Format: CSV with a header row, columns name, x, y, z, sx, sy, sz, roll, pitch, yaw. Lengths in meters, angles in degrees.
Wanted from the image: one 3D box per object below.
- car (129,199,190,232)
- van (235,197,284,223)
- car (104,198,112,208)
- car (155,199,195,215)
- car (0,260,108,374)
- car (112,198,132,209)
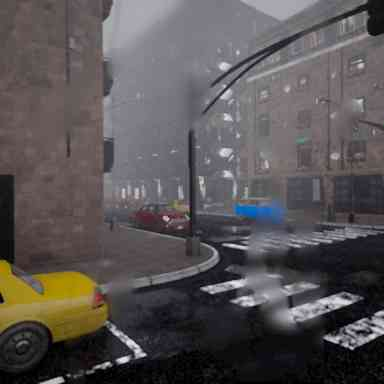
name,x,y,z,sx,sy,sz,roll,pitch,yaw
car,-1.829,1.452,20.052,1.967,1.590,4.097,0,0,-36
van,4.961,1.302,24.964,1.690,1.788,3.998,0,0,-36
car,-11.684,1.484,47.860,1.887,1.381,4.507,0,0,-36
car,-1.798,1.471,34.260,1.752,1.417,4.829,0,0,-36
car,-3.524,1.525,4.051,4.829,1.417,1.752,0,0,-36
car,-8.355,1.484,43.281,1.887,1.381,4.507,0,0,-36
